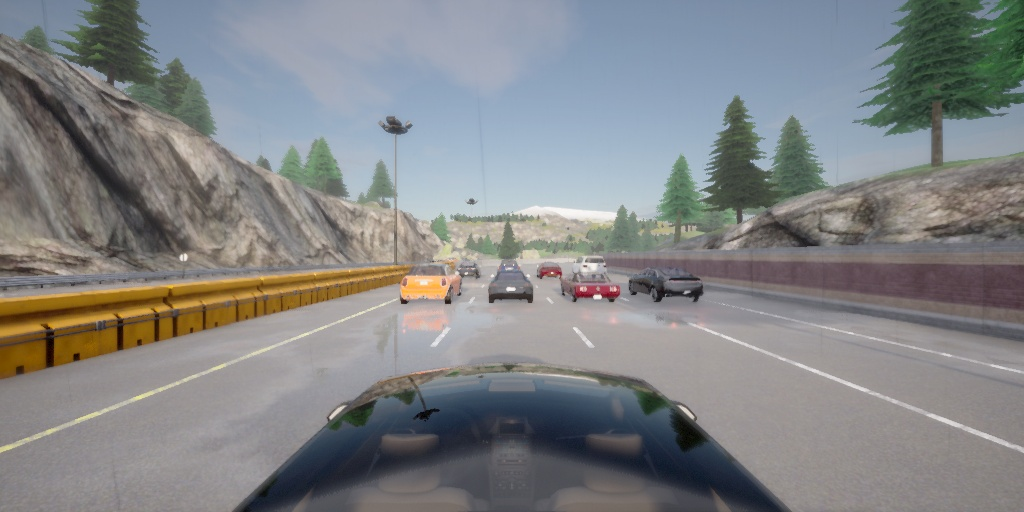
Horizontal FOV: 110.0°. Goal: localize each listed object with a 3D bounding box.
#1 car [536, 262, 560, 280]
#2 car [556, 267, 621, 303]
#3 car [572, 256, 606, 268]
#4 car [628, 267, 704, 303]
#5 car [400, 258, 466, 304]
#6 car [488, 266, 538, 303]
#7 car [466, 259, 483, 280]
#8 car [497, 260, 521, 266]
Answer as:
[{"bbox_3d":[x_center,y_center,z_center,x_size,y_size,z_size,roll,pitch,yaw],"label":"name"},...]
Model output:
[{"bbox_3d":[3.243,1.235,31.653,1.882,1.535,5.008,0,0,-1],"label":"car"},{"bbox_3d":[3.433,1.367,16.685,1.895,1.301,4.718,0,0,-1],"label":"car"},{"bbox_3d":[6.743,1.008,31.728,2.150,2.045,5.566,0,0,-1],"label":"car"},{"bbox_3d":[6.933,1.245,16.699,2.128,1.511,4.902,0,0,-1],"label":"car"},{"bbox_3d":[-3.566,1.116,16.536,2.097,1.767,4.553,0,0,-1],"label":"car"},{"bbox_3d":[-0.067,1.323,16.610,1.994,1.385,4.181,0,0,-1],"label":"car"},{"bbox_3d":[-3.756,1.245,31.565,2.128,1.511,4.902,0,0,-1],"label":"car"},{"bbox_3d":[-0.256,1.116,31.579,2.097,1.767,4.553,0,0,-1],"label":"car"}]
